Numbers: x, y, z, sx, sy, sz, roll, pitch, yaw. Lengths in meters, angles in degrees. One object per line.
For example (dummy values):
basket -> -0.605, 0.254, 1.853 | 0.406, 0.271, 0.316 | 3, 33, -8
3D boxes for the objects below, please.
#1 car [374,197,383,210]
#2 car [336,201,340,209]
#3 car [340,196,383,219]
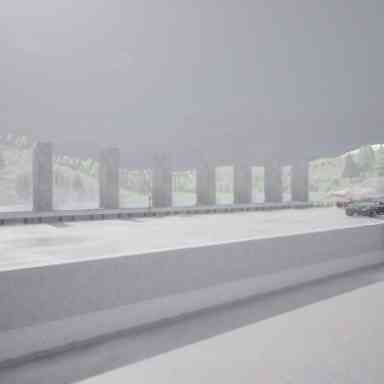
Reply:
car -> 22.561, 1.280, 37.481 | 4.181, 1.385, 1.994 | 0, 0, -36
car -> 18.949, 1.322, 39.168 | 4.718, 1.301, 1.895 | 0, 0, -36
car -> 14.583, 1.152, 27.251 | 4.553, 1.767, 2.097 | -1, 0, -36
